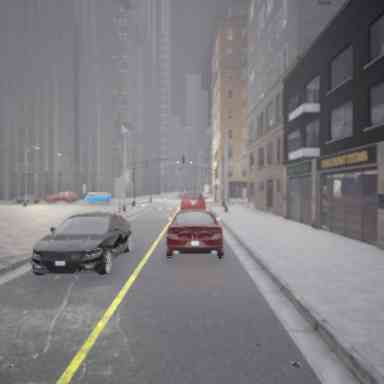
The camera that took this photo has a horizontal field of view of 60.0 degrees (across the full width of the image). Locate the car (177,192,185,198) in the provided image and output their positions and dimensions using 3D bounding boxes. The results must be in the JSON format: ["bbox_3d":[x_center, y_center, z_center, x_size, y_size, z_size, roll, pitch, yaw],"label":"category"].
[{"bbox_3d":[-2.984,0.842,92.557,1.994,1.385,4.181,0,0,0],"label":"car"}]

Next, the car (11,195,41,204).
[{"bbox_3d":[-25.998,1.183,52.167,4.313,1.339,1.947,0,0,-1],"label":"car"}]

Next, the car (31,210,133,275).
[{"bbox_3d":[-3.099,1.388,10.312,1.882,1.535,5.008,0,0,0],"label":"car"}]

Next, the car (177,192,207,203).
[{"bbox_3d":[0.105,0.980,29.324,2.150,2.045,5.566,0,0,0],"label":"car"}]

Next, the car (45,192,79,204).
[{"bbox_3d":[-20.358,0.935,52.250,5.009,1.841,2.192,0,0,-1],"label":"car"}]

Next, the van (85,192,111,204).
[{"bbox_3d":[-14.718,0.962,52.336,3.998,1.788,1.690,0,0,-1],"label":"van"}]

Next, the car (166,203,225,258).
[{"bbox_3d":[0.102,1.371,12.405,1.882,1.535,5.008,0,0,0],"label":"car"}]
